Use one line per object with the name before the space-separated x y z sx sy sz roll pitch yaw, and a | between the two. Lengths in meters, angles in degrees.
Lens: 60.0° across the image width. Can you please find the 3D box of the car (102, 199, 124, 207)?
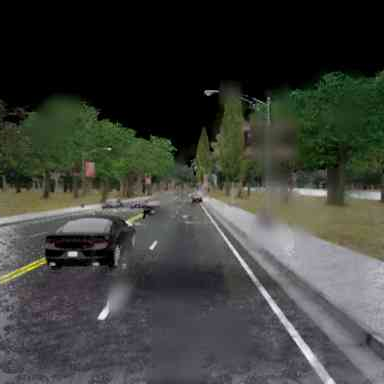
car | -9.844 1.515 41.446 1.994 1.385 4.181 0 0 0

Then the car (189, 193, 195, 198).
car | -0.024 1.057 95.490 1.895 1.301 4.718 0 1 0

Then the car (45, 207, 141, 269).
car | -3.153 1.490 11.266 1.882 1.535 5.008 0 0 0

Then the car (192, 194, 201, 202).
car | 0.957 1.301 71.639 1.837 1.490 4.892 0 0 0

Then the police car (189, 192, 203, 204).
police car | 0.959 1.285 61.748 1.930 1.638 5.238 0 0 0

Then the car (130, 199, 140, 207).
car | -6.597 1.514 42.169 1.994 1.385 4.181 0 0 0

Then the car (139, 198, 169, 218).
car | -3.158 1.462 29.656 1.882 1.535 5.008 0 0 0
